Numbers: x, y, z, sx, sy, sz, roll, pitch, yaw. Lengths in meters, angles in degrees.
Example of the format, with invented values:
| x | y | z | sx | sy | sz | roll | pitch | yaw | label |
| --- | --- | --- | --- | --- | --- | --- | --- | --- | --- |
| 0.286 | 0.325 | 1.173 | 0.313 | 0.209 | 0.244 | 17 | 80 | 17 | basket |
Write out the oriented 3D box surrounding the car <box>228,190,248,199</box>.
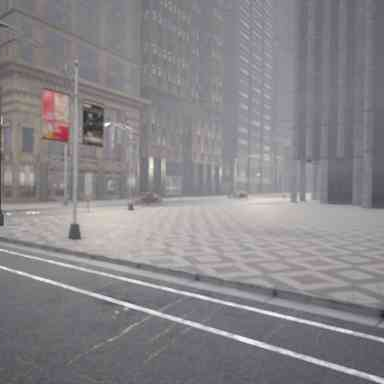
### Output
| x | y | z | sx | sy | sz | roll | pitch | yaw | label |
| --- | --- | --- | --- | --- | --- | --- | --- | --- | --- |
| 7.890 | 0.444 | 56.822 | 2.128 | 1.511 | 4.902 | 1 | 1 | 36 | car |

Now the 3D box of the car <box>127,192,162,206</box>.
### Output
| x | y | z | sx | sy | sz | roll | pitch | yaw | label |
| --- | --- | --- | --- | --- | --- | --- | --- | --- | --- |
| -5.406 | 0.776 | 38.398 | 1.812 | 1.442 | 4.674 | 1 | 2 | 36 | car |
